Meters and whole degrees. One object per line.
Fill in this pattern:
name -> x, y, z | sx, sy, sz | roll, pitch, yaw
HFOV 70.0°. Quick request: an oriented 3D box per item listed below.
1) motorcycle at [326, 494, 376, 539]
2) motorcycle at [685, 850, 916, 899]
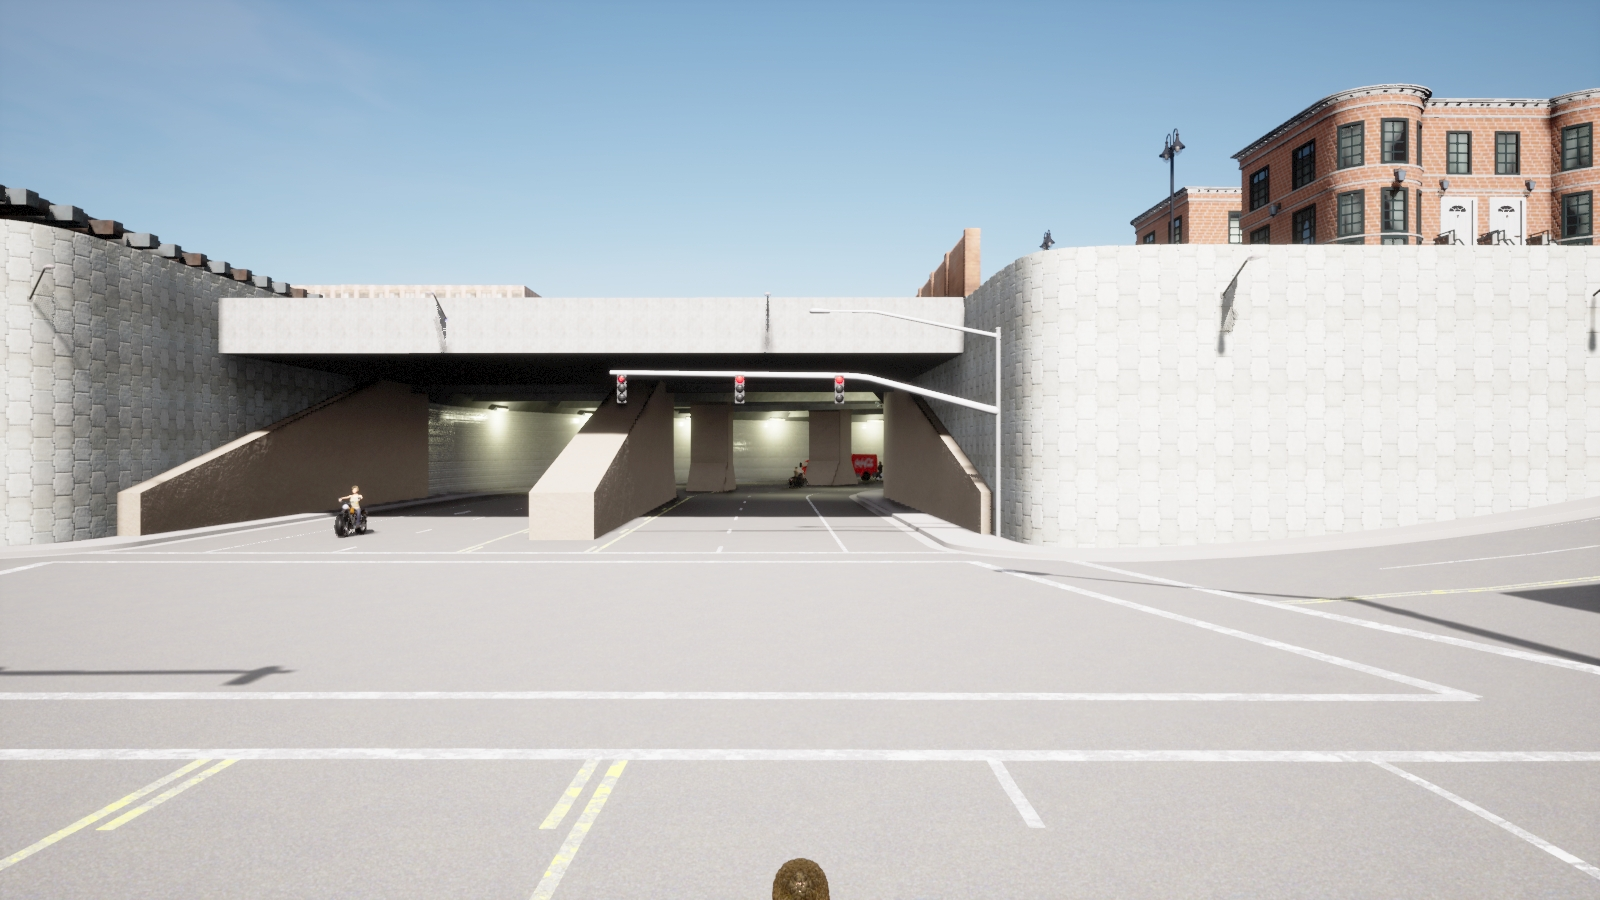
motorcycle -> -14.635, 2.142, 37.287 | 0.764, 1.332, 2.356 | 0, 0, -2
motorcycle -> 0.004, 2.174, 3.443 | 0.803, 1.224, 2.033 | 0, 0, 0
